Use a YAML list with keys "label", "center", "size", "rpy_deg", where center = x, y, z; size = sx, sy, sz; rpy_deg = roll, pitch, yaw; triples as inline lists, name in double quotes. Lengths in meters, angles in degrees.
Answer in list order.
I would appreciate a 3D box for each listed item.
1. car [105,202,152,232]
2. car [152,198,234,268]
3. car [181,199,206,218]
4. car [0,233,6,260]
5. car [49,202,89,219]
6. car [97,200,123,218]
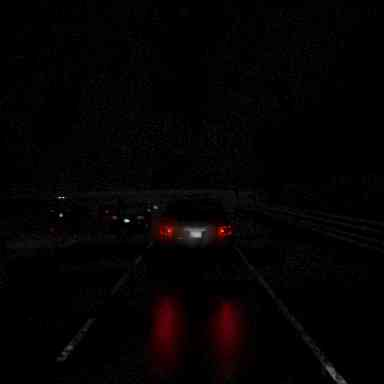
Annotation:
- label: "car"
  center: [-3.495, 1.520, 19.852]
  size: [1.994, 1.385, 4.181]
  rpy_deg: [0, 0, 0]
- label: "car"
  center: [0.103, 1.193, 11.351]
  size: [2.150, 2.045, 5.566]
  rpy_deg: [0, 0, 0]
- label: "car"
  center: [0.107, 1.427, 30.776]
  size: [2.128, 1.511, 4.902]
  rpy_deg: [0, 0, 0]
- label: "car"
  center: [-6.897, 1.468, 8.747]
  size: [2.128, 1.511, 4.902]
  rpy_deg: [0, 0, 0]
- label: "car"
  center: [-10.393, 1.540, 28.627]
  size: [1.895, 1.301, 4.718]
  rpy_deg: [0, 0, 0]
- label: "car"
  center: [-6.892, 1.415, 29.461]
  size: [1.882, 1.535, 5.008]
  rpy_deg: [0, 0, 0]
